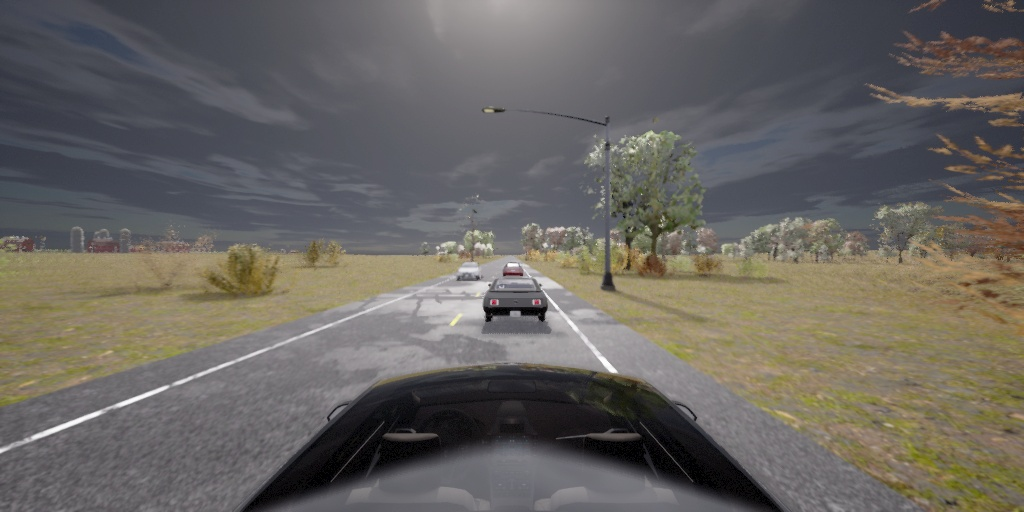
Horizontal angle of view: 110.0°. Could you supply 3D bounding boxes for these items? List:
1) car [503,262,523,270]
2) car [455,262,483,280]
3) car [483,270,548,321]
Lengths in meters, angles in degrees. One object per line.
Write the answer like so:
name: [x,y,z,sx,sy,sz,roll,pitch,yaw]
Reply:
car: [0.100,1.307,34.839,1.994,1.385,4.181,0,0,0]
car: [-3.572,1.270,30.759,1.812,1.442,4.674,0,0,0]
car: [0.100,1.350,12.422,1.895,1.301,4.718,0,0,0]
